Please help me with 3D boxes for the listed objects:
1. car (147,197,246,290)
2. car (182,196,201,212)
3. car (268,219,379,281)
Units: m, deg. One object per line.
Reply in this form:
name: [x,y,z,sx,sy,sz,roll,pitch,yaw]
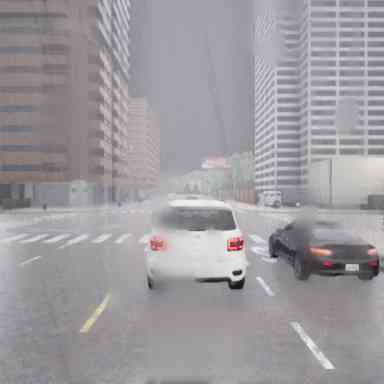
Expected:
car: [0.072,1.218,9.226,2.150,2.045,5.566,0,0,-1]
car: [-0.056,1.339,38.412,2.097,1.767,4.553,0,0,-1]
car: [3.574,1.522,9.737,1.812,1.442,4.674,0,0,0]
